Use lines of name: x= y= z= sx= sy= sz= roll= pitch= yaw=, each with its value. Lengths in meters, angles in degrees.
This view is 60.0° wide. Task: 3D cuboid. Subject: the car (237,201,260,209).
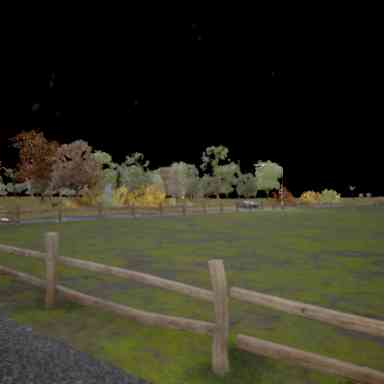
car: x=10.087 y=2.294 z=59.195 sx=2.033 sy=1.411 sz=5.357 roll=-1 pitch=-1 yaw=40
